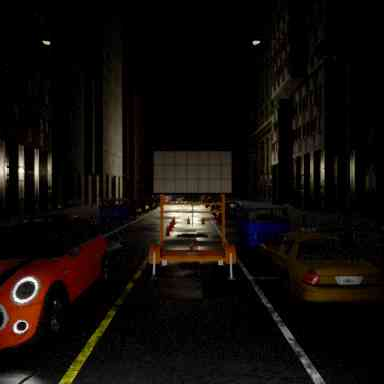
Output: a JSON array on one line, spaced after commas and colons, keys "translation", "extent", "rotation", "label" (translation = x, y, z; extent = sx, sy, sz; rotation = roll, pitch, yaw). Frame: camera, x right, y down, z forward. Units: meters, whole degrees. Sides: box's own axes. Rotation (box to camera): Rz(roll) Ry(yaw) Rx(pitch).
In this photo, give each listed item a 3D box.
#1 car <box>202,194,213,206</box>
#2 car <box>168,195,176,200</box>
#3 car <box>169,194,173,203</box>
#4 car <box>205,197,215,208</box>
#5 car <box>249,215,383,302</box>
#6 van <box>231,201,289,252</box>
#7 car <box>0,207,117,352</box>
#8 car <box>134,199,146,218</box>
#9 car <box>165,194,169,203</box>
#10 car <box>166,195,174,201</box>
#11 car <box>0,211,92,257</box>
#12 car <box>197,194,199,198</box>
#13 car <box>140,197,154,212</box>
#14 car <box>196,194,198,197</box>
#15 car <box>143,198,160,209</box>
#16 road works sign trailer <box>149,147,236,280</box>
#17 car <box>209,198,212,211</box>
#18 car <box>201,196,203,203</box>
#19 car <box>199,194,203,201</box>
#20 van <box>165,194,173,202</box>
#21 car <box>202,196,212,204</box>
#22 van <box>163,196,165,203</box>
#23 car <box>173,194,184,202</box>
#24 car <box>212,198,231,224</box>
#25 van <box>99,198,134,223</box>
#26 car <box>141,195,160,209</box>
[{"translation": [2.848, 1.461, 47.466], "extent": [1.967, 1.590, 4.097], "rotation": [0, 0, 0], "label": "car"}, {"translation": [-5.593, 1.598, 92.565], "extent": [2.008, 1.369, 4.403], "rotation": [0, 0, 0], "label": "car"}, {"translation": [-5.635, 1.473, 70.019], "extent": [1.967, 1.590, 4.097], "rotation": [0, 0, 0], "label": "car"}, {"translation": [2.827, 1.566, 36.194], "extent": [2.008, 1.369, 4.403], "rotation": [0, 0, 0], "label": "car"}, {"translation": [2.775, 1.528, 8.182], "extent": [1.752, 1.417, 4.829], "rotation": [0, 0, 0], "label": "car"}, {"translation": [2.784, 1.346, 13.648], "extent": [1.690, 1.788, 3.998], "rotation": [0, 0, 0], "label": "van"}, {"translation": [-3.088, 1.354, 6.480], "extent": [2.097, 1.767, 4.553], "rotation": [0, 0, 0], "label": "car"}, {"translation": [-5.708, 1.579, 30.562], "extent": [1.947, 1.339, 4.313], "rotation": [0, 0, 0], "label": "car"}, {"translation": [-5.656, 1.467, 58.746], "extent": [1.967, 1.590, 4.097], "rotation": [0, 0, 0], "label": "car"}, {"translation": [-5.604, 1.568, 86.759], "extent": [1.752, 1.417, 4.829], "rotation": [0, 0, 0], "label": "car"}, {"translation": [-5.740, 1.571, 13.652], "extent": [1.947, 1.339, 4.313], "rotation": [0, 0, 0], "label": "car"}, {"translation": [2.911, 1.479, 81.284], "extent": [1.967, 1.590, 4.097], "rotation": [0, 0, 0], "label": "car"}, {"translation": [-5.698, 1.582, 36.199], "extent": [1.947, 1.339, 4.313], "rotation": [0, 0, 0], "label": "car"}, {"translation": [2.932, 1.613, 92.556], "extent": [1.947, 1.339, 4.313], "rotation": [0, 0, 0], "label": "car"}, {"translation": [-5.677, 1.566, 47.472], "extent": [1.887, 1.381, 4.507], "rotation": [0, 0, 0], "label": "car"}, {"translation": [0.018, 0.468, 9.970], "extent": [2.380, 3.560, 2.880], "rotation": [0, 0, 0], "label": "road works sign trailer"}, {"translation": [2.817, 1.538, 30.727], "extent": [1.752, 1.417, 4.829], "rotation": [0, 0, 0], "label": "car"}, {"translation": [2.859, 1.590, 53.103], "extent": [1.947, 1.339, 4.313], "rotation": [0, 0, 0], "label": "car"}, {"translation": [2.868, 1.342, 58.739], "extent": [2.192, 1.841, 5.009], "rotation": [0, 0, 0], "label": "car"}, {"translation": [-5.615, 1.380, 81.292], "extent": [1.690, 1.788, 3.998], "rotation": [0, 0, 0], "label": "van"}, {"translation": [2.880, 1.575, 64.376], "extent": [1.887, 1.381, 4.507], "rotation": [0, 0, 0], "label": "car"}, {"translation": [-5.667, 1.365, 53.109], "extent": [1.690, 1.788, 3.998], "rotation": [0, 0, 0], "label": "van"}, {"translation": [-2.859, 1.388, 76.120], "extent": [2.097, 1.767, 4.553], "rotation": [0, 0, 0], "label": "car"}, {"translation": [2.806, 1.450, 24.921], "extent": [1.967, 1.590, 4.097], "rotation": [0, 0, 0], "label": "car"}, {"translation": [-5.720, 1.351, 24.925], "extent": [1.690, 1.788, 3.998], "rotation": [0, 0, 0], "label": "van"}, {"translation": [-5.688, 1.333, 41.835], "extent": [2.192, 1.841, 5.009], "rotation": [0, 0, 0], "label": "car"}]
